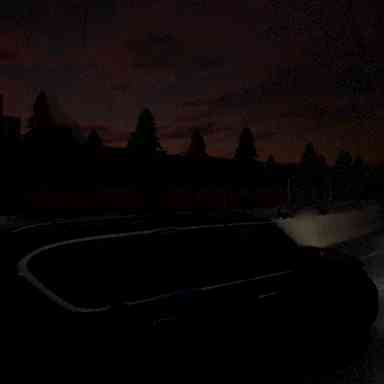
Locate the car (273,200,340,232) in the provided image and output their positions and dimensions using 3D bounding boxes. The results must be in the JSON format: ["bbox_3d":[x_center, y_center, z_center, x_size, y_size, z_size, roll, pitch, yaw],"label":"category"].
[{"bbox_3d":[6.878,1.330,19.638,1.837,1.490,4.892,0,1,45],"label":"car"}]

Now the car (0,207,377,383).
[{"bbox_3d":[0.014,1.199,3.955,5.566,2.045,2.150,-1,1,-38],"label":"car"}]
